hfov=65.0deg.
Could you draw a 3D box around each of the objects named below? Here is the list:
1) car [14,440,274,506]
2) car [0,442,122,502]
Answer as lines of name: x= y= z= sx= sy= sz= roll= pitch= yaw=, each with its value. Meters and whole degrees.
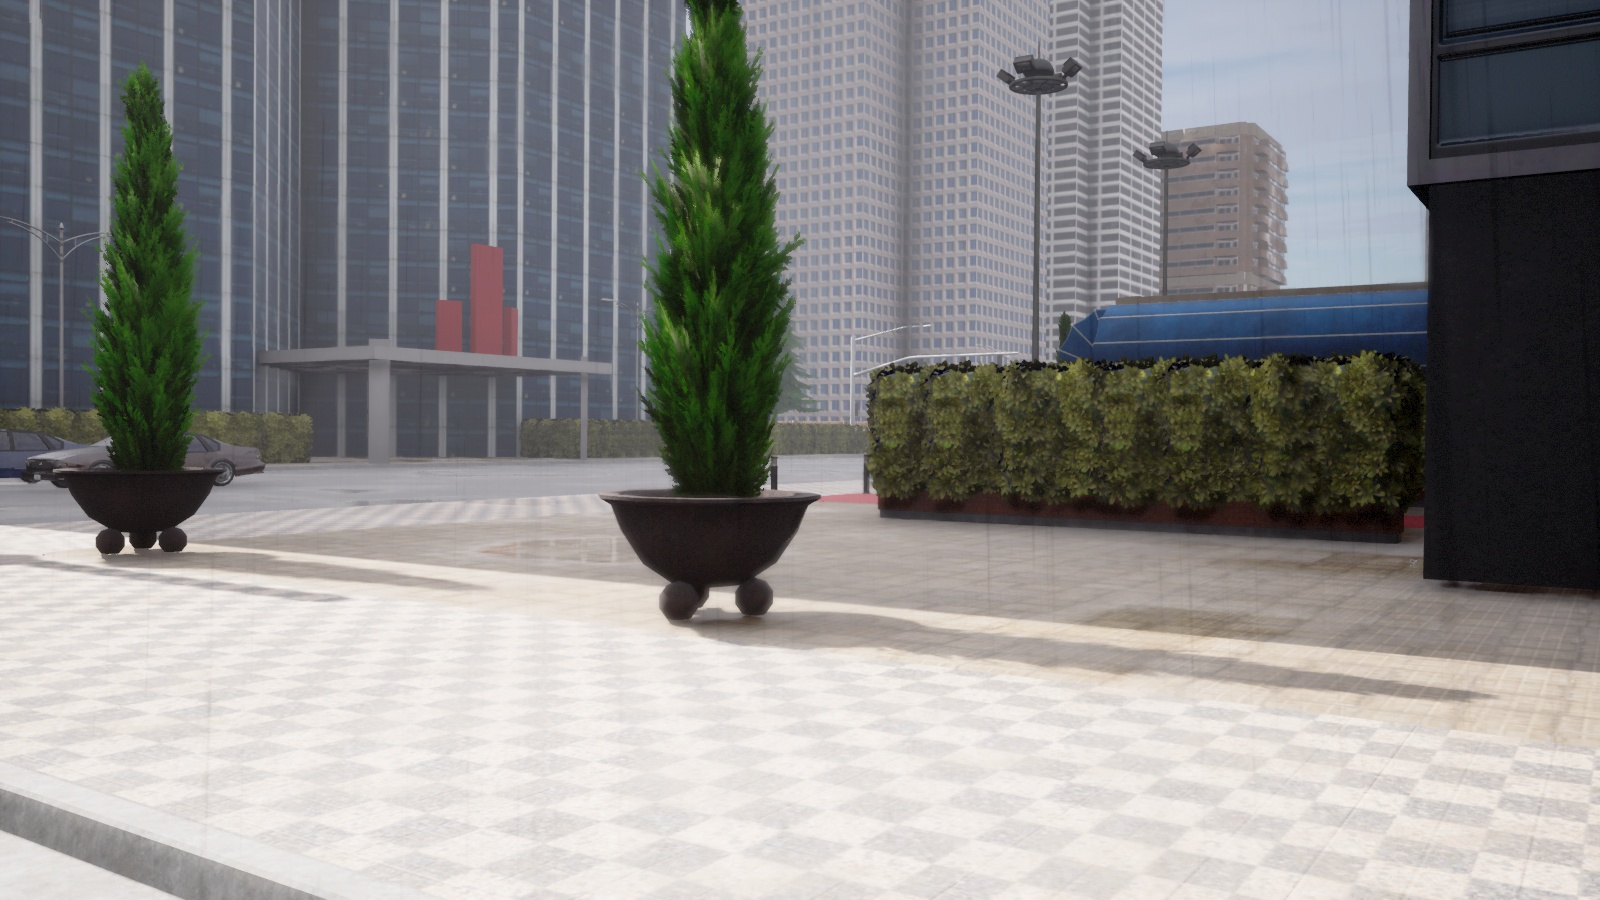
car: x=-15.983 y=0.501 z=30.944 sx=2.033 sy=1.411 sz=5.357 roll=0 pitch=1 yaw=33
car: x=-20.038 y=0.535 z=31.129 sx=2.033 sy=1.411 sz=5.357 roll=0 pitch=1 yaw=33
